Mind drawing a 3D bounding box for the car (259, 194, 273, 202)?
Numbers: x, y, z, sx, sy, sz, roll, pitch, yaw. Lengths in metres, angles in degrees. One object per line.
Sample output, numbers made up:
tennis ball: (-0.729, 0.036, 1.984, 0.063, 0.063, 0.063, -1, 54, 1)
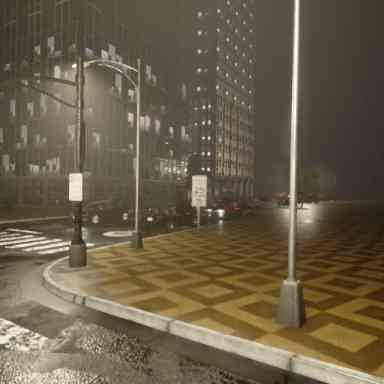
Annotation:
car: (14.075, 1.089, 63.453, 1.887, 1.381, 4.507, 2, 1, 30)

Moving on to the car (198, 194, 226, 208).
car: (2.725, 1.116, 43.887, 1.967, 1.590, 4.097, 2, 1, 30)

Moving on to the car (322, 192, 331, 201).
car: (27.068, 1.231, 69.152, 1.802, 1.307, 4.206, 2, 1, 30)

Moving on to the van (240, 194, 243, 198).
van: (5.565, 0.984, 48.776, 1.690, 1.788, 3.998, 2, 1, 30)

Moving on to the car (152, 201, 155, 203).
car: (-2.953, 1.308, 34.106, 1.947, 1.339, 4.313, 2, 1, 30)

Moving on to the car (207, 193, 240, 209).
car: (3.802, 1.269, 40.589, 1.812, 1.442, 4.674, 1, 1, 31)

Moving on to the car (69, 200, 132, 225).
car: (-6.276, 1.364, 23.231, 1.837, 1.490, 4.892, 1, 1, 30)

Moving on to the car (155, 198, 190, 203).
car: (-1.290, 1.366, 31.834, 1.994, 1.385, 4.181, 1, 1, 30)

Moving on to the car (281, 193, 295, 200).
car: (22.589, 0.996, 78.127, 2.008, 1.369, 4.403, 2, 1, 30)

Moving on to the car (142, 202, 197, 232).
car: (-1.292, 1.545, 20.275, 1.947, 1.339, 4.313, 2, 1, 30)

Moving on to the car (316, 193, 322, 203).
car: (21.398, 1.155, 59.374, 1.967, 1.590, 4.097, 2, 1, 30)

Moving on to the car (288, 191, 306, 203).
car: (19.359, 0.882, 60.987, 2.150, 2.045, 5.566, 1, 1, 28)

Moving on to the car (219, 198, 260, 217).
car: (4.380, 1.495, 30.050, 1.802, 1.307, 4.206, 2, 1, 30)

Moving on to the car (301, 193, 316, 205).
car: (18.646, 1.273, 54.635, 1.752, 1.417, 4.829, 2, 1, 30)

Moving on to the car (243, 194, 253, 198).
car: (8.401, 1.050, 53.669, 1.967, 1.590, 4.097, 2, 1, 30)

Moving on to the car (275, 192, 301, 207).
car: (12.890, 1.254, 44.711, 1.967, 1.590, 4.097, 2, 1, 30)

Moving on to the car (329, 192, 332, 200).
car: (29.909, 0.932, 74.035, 2.192, 1.841, 5.009, 2, 1, 30)
